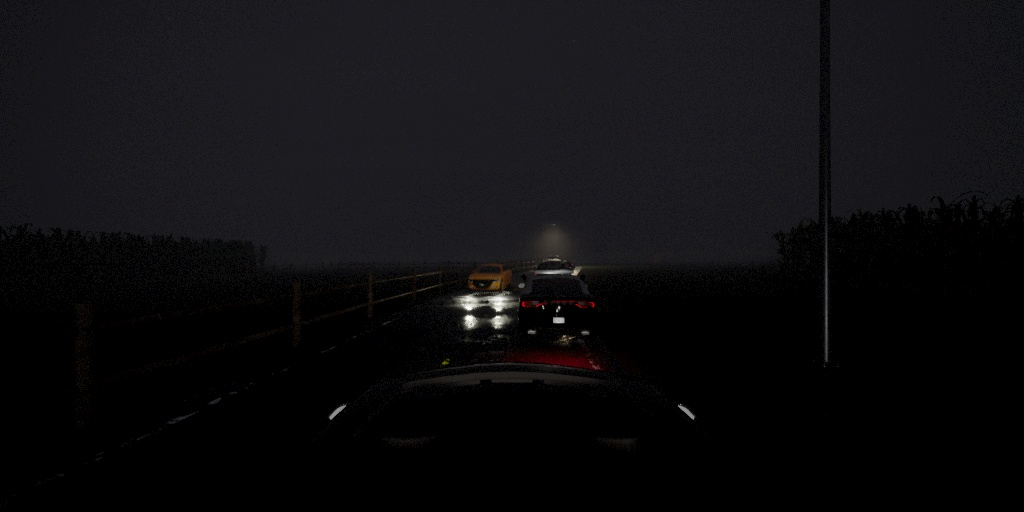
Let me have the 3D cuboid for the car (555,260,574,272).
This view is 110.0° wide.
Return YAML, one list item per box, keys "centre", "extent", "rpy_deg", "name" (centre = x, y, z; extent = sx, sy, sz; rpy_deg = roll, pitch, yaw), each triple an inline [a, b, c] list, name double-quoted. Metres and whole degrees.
- centre: [6.719, 1.270, 45.860]
  extent: [1.994, 1.385, 4.181]
  rpy_deg: [0, 0, 13]
  name: "car"

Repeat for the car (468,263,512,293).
- centre: [-1.185, 1.216, 21.111]
  extent: [1.882, 1.535, 5.008]
  rpy_deg: [0, 0, 9]
  name: "car"

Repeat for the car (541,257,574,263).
- centre: [2.257, 1.089, 19.917]
  extent: [2.097, 1.767, 4.553]
  rpy_deg: [0, 0, 8]
  name: "car"

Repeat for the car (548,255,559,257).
- centre: [6.695, 0.911, 58.545]
  extent: [2.150, 2.045, 5.566]
  rpy_deg: [0, 0, 12]
  name: "car"

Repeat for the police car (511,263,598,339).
- centre: [1.197, 1.172, 10.268]
  extent: [1.930, 1.638, 5.238]
  rpy_deg: [0, 0, 4]
  name: "police car"
